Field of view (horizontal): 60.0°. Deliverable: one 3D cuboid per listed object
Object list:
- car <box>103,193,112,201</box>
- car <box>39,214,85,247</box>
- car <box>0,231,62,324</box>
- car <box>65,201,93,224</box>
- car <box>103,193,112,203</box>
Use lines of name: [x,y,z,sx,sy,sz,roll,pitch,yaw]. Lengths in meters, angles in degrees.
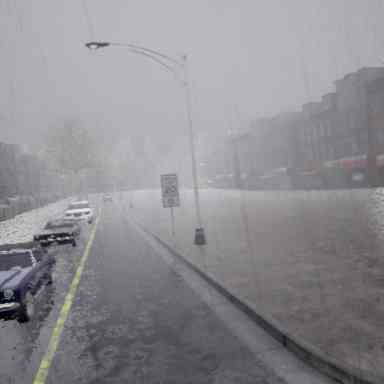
car: [-22.224,1.170,87.294,2.097,1.767,4.553,-5,2,-15]
car: [-6.952,2.139,17.542,1.895,1.301,4.718,-5,0,-14]
car: [-4.408,1.962,7.697,1.895,1.301,4.718,-5,0,-14]
car: [-10.489,1.932,31.125,2.150,2.045,5.566,-5,1,-14]
car: [-19.603,1.619,77.370,1.812,1.442,4.674,-5,2,-15]
